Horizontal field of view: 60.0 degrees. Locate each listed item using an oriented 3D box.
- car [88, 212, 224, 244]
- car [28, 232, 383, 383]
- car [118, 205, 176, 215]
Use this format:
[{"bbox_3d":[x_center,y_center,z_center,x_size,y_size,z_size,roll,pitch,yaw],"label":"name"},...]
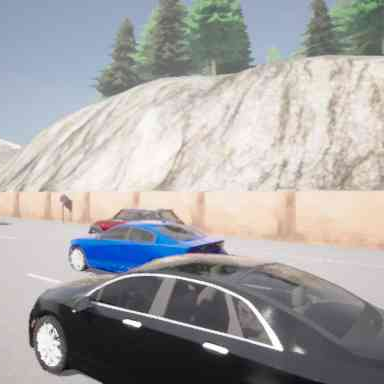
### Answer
[{"bbox_3d":[-1.434,1.533,9.325,5.008,1.535,1.882,0,0,36],"label":"car"},{"bbox_3d":[-0.063,1.532,4.018,4.892,1.490,1.837,0,0,36],"label":"car"},{"bbox_3d":[-2.441,1.436,14.365,4.553,1.767,2.097,0,0,36],"label":"car"}]
